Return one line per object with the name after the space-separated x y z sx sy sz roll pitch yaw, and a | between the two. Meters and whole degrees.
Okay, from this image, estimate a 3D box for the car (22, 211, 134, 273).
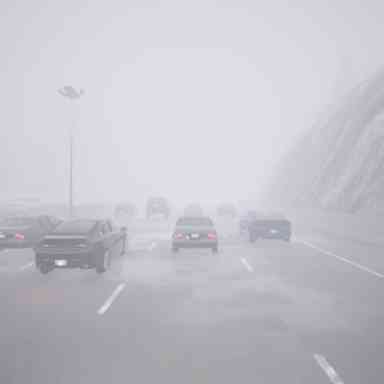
-3.385 1.600 11.020 1.837 1.490 4.892 0 -1 0 | car

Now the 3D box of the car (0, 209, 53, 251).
-6.880 1.673 14.557 2.033 1.411 5.357 0 0 0 | car

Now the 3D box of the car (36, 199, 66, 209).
-17.508 1.926 42.272 1.994 1.385 4.181 0 0 0 | car

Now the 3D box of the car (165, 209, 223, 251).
0.120 1.673 14.623 2.033 1.411 5.357 0 0 0 | car

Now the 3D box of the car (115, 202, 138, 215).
-6.851 1.805 35.056 1.837 1.490 4.892 0 0 0 | car

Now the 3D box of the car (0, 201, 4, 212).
-24.503 1.895 43.059 1.812 1.442 4.674 0 0 1 | car

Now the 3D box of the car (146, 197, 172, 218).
-3.352 1.514 34.126 2.150 2.045 5.566 0 0 0 | car

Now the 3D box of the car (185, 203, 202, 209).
0.149 1.868 35.523 1.994 1.385 4.181 0 0 0 | car

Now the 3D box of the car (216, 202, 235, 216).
3.636 1.834 36.025 1.812 1.442 4.674 0 0 0 | car

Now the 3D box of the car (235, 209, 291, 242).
3.624 1.626 17.200 1.882 1.535 5.008 0 0 0 | car

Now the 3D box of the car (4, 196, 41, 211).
-21.022 1.584 42.325 2.150 2.045 5.566 0 0 0 | car
